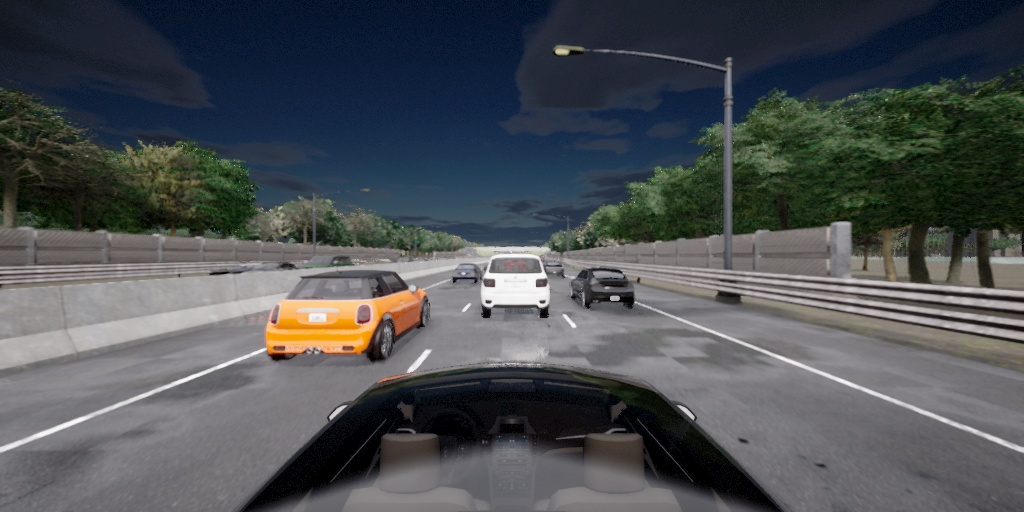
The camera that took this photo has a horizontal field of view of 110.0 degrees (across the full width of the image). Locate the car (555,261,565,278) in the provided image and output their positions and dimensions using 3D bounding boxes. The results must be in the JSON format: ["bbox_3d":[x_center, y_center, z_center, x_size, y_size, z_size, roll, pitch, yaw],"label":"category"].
[{"bbox_3d":[3.691,1.197,33.155,2.128,1.511,4.902,0,0,0],"label":"car"}]

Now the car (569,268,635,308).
[{"bbox_3d":[3.615,1.236,15.005,1.837,1.490,4.892,0,0,0],"label":"car"}]

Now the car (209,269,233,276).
[{"bbox_3d":[-21.029,1.310,28.130,1.895,1.301,4.718,0,0,0],"label":"car"}]

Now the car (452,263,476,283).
[{"bbox_3d":[-3.343,1.260,27.370,2.033,1.411,5.357,0,0,0],"label":"car"}]

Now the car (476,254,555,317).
[{"bbox_3d":[0.110,0.955,13.189,2.150,2.045,5.566,0,0,0],"label":"car"}]

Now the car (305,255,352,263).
[{"bbox_3d":[-14.038,0.933,27.207,2.150,2.045,5.566,0,0,0],"label":"car"}]

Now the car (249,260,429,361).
[{"bbox_3d":[-3.396,1.092,8.398,2.097,1.767,4.553,0,0,0],"label":"car"}]

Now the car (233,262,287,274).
[{"bbox_3d":[-17.539,1.217,26.364,1.837,1.490,4.892,0,0,0],"label":"car"}]
